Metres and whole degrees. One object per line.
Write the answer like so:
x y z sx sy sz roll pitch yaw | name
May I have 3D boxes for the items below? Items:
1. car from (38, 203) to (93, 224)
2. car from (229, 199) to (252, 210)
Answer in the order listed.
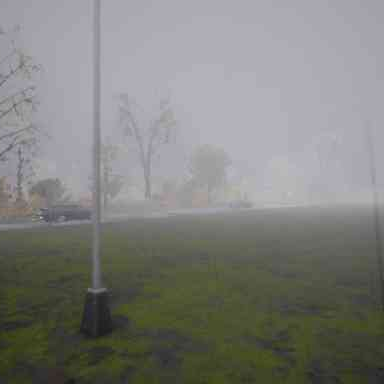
-9.476 1.613 26.021 1.837 1.490 4.892 0 0 36 | car
7.351 1.799 49.595 2.128 1.511 4.902 1 0 36 | car
